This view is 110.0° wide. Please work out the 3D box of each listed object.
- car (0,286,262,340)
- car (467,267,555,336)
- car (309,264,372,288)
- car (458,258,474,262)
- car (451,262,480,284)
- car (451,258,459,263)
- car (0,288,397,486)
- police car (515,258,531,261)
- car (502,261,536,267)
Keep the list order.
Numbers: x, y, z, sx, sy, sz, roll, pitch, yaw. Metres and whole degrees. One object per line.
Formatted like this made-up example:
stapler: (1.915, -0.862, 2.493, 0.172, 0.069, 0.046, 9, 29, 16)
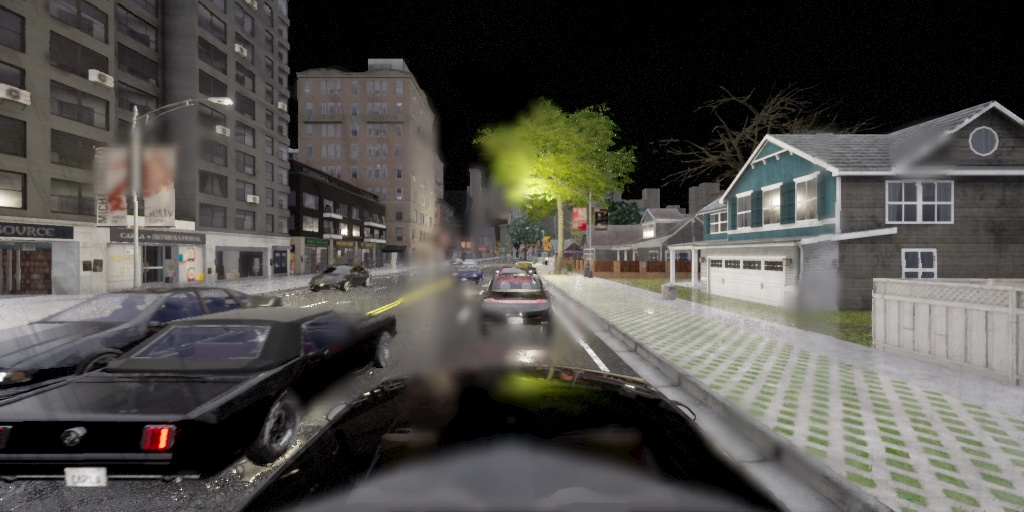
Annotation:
car: (-6.594, 1.297, 6.680, 2.033, 1.411, 5.357, 0, 0, 0)
car: (0.111, 1.239, 10.408, 2.128, 1.511, 4.902, 0, 0, 0)
car: (-9.830, 1.246, 20.922, 1.837, 1.490, 4.892, 0, 0, 0)
car: (-6.542, 1.225, 54.445, 1.812, 1.442, 4.674, 0, 0, 0)
car: (-3.125, 1.336, 26.493, 1.895, 1.301, 4.718, 0, 0, 0)
car: (-9.739, 1.180, 64.597, 2.128, 1.511, 4.902, 0, 0, 1)
car: (-3.145, 1.350, 4.875, 1.895, 1.301, 4.718, 0, 0, 0)
police car: (1.003, 1.157, 29.641, 1.930, 1.638, 5.238, 0, 0, 0)
car: (0.118, 1.219, 19.912, 1.882, 1.535, 5.008, 0, 0, 0)
